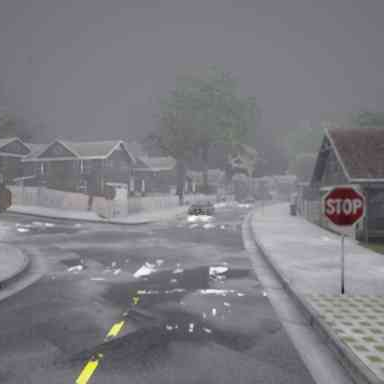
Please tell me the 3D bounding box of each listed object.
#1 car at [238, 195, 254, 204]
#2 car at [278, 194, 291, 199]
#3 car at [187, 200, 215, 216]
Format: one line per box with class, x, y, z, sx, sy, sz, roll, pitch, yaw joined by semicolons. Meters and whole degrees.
car;9.101;1.294;55.754;2.128;1.511;4.902;0;1;23
car;22.185;1.207;79.489;2.097;1.767;4.553;0;-1;35
car;0.929;1.466;30.759;1.994;1.385;4.181;0;1;13
